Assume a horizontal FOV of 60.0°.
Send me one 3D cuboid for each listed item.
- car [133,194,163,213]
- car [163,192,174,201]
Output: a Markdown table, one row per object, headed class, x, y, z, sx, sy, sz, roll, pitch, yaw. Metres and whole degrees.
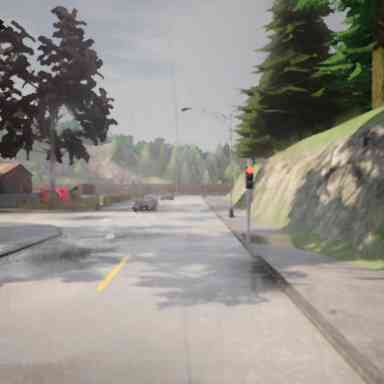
| class | x | y | z | sx | sy | sz | roll | pitch | yaw |
| --- | --- | --- | --- | --- | --- | --- | --- | --- | --- |
| car | -4.035 | 1.155 | 29.790 | 1.994 | 1.385 | 4.181 | 0 | 1 | 0 |
| car | -4.063 | 0.774 | 55.636 | 1.994 | 1.385 | 4.181 | 0 | 1 | 0 |
